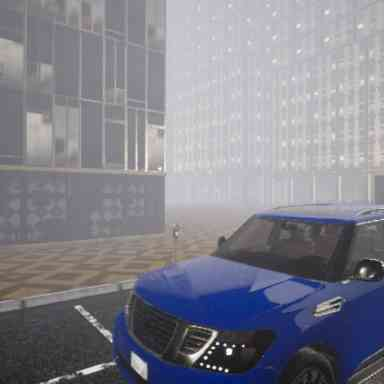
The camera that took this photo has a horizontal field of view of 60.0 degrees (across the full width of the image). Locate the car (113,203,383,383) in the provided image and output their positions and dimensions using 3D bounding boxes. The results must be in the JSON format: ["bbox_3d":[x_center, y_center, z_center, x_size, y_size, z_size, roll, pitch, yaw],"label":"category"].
[{"bbox_3d":[1.768,1.220,4.635,5.566,2.045,2.150,0,0,-35],"label":"car"}]
